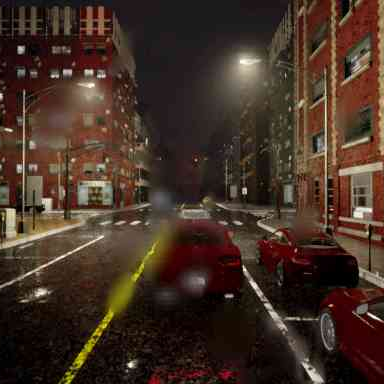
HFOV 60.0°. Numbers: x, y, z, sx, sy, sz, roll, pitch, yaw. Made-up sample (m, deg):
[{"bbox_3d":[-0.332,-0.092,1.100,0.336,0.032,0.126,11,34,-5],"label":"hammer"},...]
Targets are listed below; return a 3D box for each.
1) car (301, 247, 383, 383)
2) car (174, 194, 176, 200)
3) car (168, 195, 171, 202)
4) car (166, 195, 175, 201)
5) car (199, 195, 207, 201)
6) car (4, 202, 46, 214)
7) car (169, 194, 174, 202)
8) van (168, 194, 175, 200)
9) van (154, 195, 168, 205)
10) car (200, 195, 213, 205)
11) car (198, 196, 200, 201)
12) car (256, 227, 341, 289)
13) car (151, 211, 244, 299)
[{"bbox_3d":[2.669,1.583,3.178,1.802,1.307,4.206,1,0,0],"label":"car"},{"bbox_3d":[-5.629,1.553,80.571,1.752,1.417,4.829,1,0,0],"label":"car"},{"bbox_3d":[-5.640,1.602,63.784,1.802,1.307,4.206,1,0,0],"label":"car"},{"bbox_3d":[-5.626,1.582,86.393,2.008,1.369,4.403,1,0,0],"label":"car"},{"bbox_3d":[2.754,1.597,86.349,1.947,1.339,4.313,1,0,0],"label":"car"},{"bbox_3d":[-18.688,1.729,37.230,4.313,1.339,1.947,0,-1,0],"label":"car"},{"bbox_3d":[-5.633,1.607,75.088,1.802,1.307,4.206,1,0,0],"label":"car"},{"bbox_3d":[-5.619,1.375,92.046,1.690,1.788,3.998,1,0,0],"label":"van"},{"bbox_3d":[-5.640,1.359,58.132,1.690,1.788,3.998,1,0,0],"label":"van"},{"bbox_3d":[2.737,1.543,58.258,1.752,1.417,4.829,1,0,0],"label":"car"},{"bbox_3d":[2.751,1.572,80.698,1.887,1.381,4.507,1,0,0],"label":"car"},{"bbox_3d":[2.842,1.584,8.834,1.802,1.307,4.206,1,0,0],"label":"car"},{"bbox_3d":[0.103,1.480,8.514,1.882,1.535,5.008,0,0,0],"label":"car"}]
